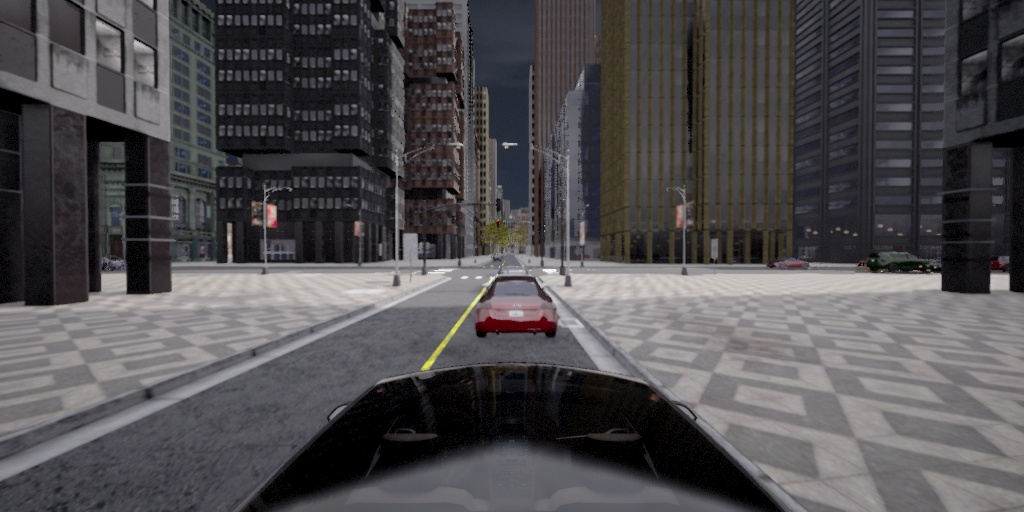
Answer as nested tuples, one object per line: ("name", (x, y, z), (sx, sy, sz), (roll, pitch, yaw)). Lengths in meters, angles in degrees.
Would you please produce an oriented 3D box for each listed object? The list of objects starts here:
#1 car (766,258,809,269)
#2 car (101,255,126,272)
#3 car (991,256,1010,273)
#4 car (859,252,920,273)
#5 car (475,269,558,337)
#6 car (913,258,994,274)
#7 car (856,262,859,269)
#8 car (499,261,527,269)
("car", (33.413, 0.893, 43.521), (4.181, 1.385, 1.994), (0, 1, 0))
("car", (-41.985, 0.704, 37.122), (4.553, 1.767, 2.097), (0, 1, 1))
("car", (51.294, 0.791, 36.882), (4.553, 1.767, 2.097), (0, 1, 0))
("car", (39.794, 0.638, 36.881), (5.566, 2.045, 2.150), (1, 1, 0))
("car", (0.094, 1.225, 9.944), (1.994, 1.385, 4.181), (0, 1, 0))
("car", (41.316, 1.066, 33.621), (4.718, 1.301, 1.895), (0, 1, 1))
("car", (41.533, 0.734, 40.210), (4.553, 1.767, 2.097), (0, 1, 1))
("car", (0.051, 1.155, 19.841), (1.895, 1.301, 4.718), (0, 1, -1))
